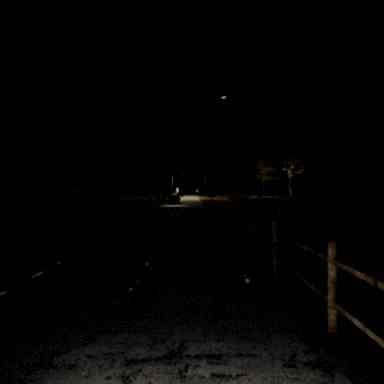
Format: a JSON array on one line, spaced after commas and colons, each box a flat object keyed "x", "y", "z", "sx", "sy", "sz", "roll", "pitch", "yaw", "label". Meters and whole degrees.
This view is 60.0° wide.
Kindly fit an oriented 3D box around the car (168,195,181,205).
[{"x": -2.745, "y": 1.260, "z": 52.231, "sx": 1.882, "sy": 1.535, "sz": 5.008, "roll": 0, "pitch": 2, "yaw": 0, "label": "car"}]
